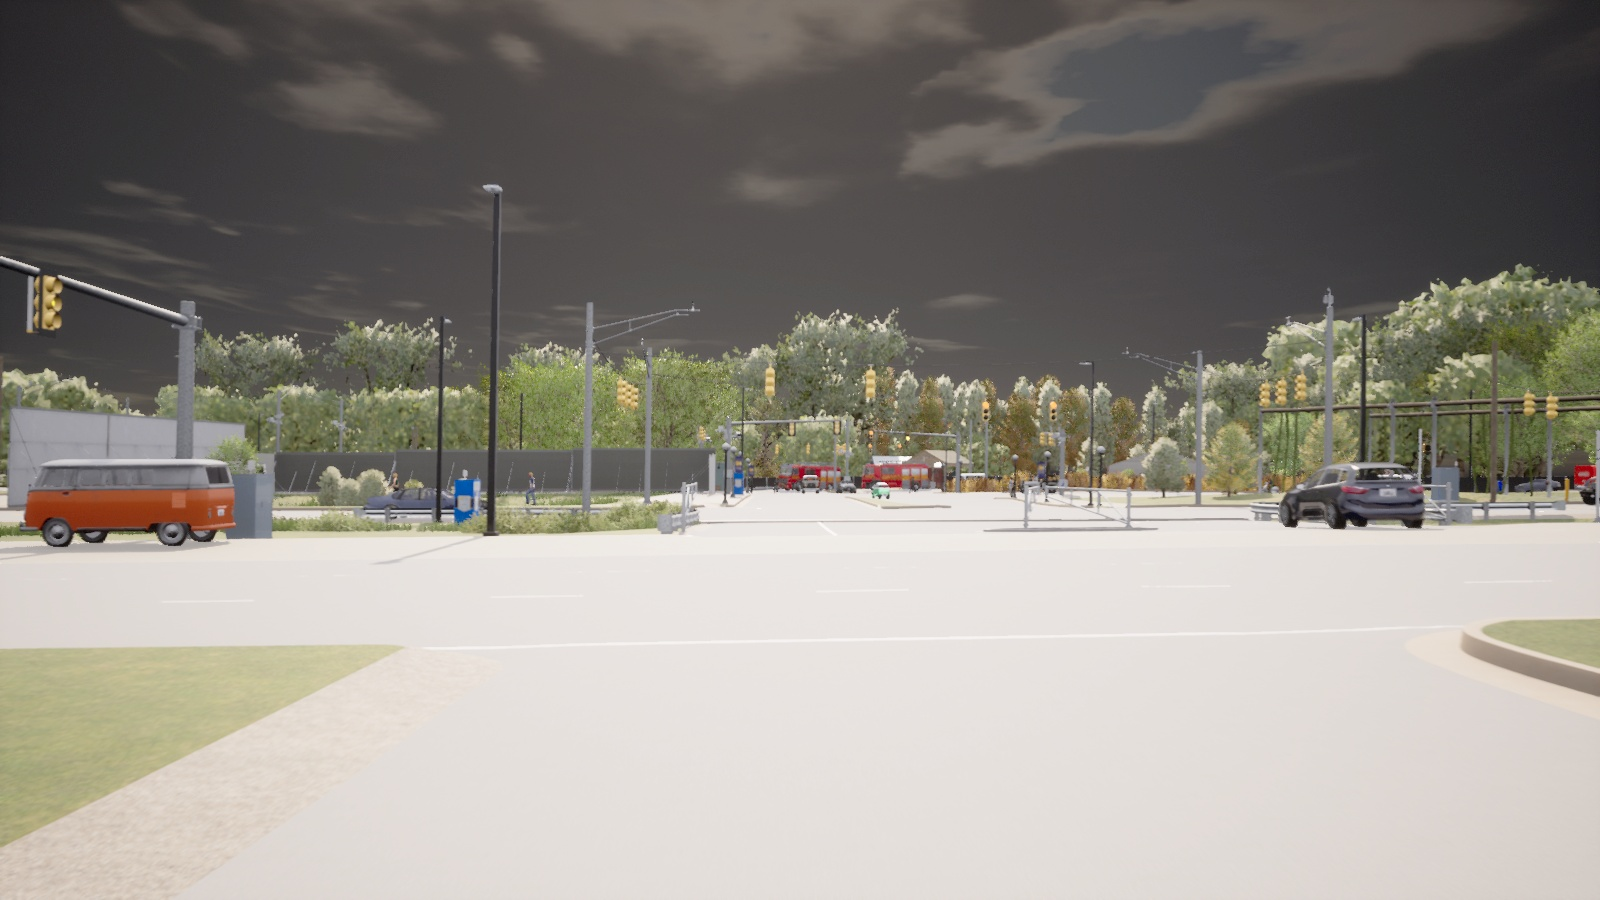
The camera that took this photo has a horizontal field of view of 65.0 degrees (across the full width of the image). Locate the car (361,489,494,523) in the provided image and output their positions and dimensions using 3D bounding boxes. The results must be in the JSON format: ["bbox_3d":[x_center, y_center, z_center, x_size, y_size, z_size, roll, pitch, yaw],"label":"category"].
[{"bbox_3d":[-16.717,2.525,56.548,5.357,1.411,2.033,-1,-1,0],"label":"car"}]

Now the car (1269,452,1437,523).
[{"bbox_3d":[14.275,1.022,32.753,2.242,1.667,4.611,-1,-3,-1],"label":"car"}]

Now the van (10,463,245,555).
[{"bbox_3d":[-15.450,1.325,28.999,4.442,1.987,1.775,-1,-1,-1],"label":"van"}]

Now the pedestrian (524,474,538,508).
[{"bbox_3d":[-14.761,2.241,68.934,0.706,1.836,0.354,0,-1,-2],"label":"pedestrian"}]

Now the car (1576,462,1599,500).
[{"bbox_3d":[42.458,1.552,64.595,3.866,1.878,1.905,-1,-1,-1],"label":"car"}]
